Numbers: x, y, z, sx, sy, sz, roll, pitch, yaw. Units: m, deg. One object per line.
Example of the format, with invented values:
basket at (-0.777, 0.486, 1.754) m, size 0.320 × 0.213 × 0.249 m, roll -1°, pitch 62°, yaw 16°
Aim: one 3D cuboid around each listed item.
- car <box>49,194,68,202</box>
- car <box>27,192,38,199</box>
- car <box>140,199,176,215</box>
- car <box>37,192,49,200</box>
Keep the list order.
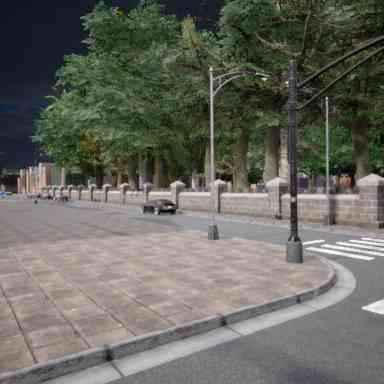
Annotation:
car at (-22.724, 0.995, 57.719) m, size 2.008 × 1.369 × 4.403 m, roll -1°, pitch 1°, yaw -35°
car at (-35.834, 0.739, 76.317) m, size 1.967 × 1.590 × 4.097 m, roll -1°, pitch 1°, yaw -35°
car at (-3.061, 1.294, 29.822) m, size 1.947 × 1.339 × 4.313 m, roll 0°, pitch 1°, yaw -35°
car at (-29.278, 0.948, 67.019) m, size 1.802 × 1.307 × 4.206 m, roll -1°, pitch 1°, yaw -35°
